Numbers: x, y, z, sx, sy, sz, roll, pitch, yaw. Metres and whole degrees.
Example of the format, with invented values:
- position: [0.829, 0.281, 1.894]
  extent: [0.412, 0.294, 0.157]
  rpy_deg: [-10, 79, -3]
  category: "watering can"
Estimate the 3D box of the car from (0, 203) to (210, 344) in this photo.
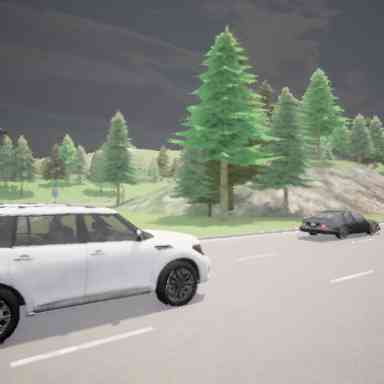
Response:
- position: [-2.271, 1.244, 6.423]
  extent: [5.566, 2.045, 2.150]
  rpy_deg: [0, 0, -35]
  category: "car"

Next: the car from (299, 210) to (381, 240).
- position: [8.119, 1.693, 18.115]
  extent: [5.357, 1.411, 2.033]
  rpy_deg: [1, 0, -35]
  category: "car"
